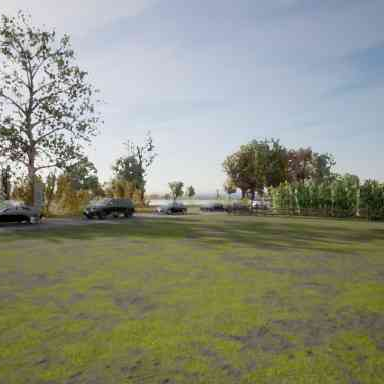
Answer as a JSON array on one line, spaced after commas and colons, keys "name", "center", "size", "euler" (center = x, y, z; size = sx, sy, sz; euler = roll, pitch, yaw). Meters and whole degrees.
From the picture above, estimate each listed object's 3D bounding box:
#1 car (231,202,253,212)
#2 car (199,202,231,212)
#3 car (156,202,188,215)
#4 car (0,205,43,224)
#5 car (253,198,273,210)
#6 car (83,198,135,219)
[{"name": "car", "center": [6.581, 2.224, 49.579], "size": [2.033, 1.411, 5.357], "euler": [-1, -2, 35]}, {"name": "car", "center": [3.264, 2.245, 49.820], "size": [2.033, 1.411, 5.357], "euler": [-1, -2, 35]}, {"name": "car", "center": [-2.502, 2.038, 41.641], "size": [2.128, 1.511, 4.902], "euler": [-1, -2, 35]}, {"name": "car", "center": [-13.901, 1.742, 25.351], "size": [2.128, 1.511, 4.902], "euler": [-1, -2, 35]}, {"name": "car", "center": [12.517, 2.058, 58.164], "size": [2.150, 2.045, 5.566], "euler": [-1, -2, 35]}, {"name": "car", "center": [-8.205, 1.620, 33.492], "size": [2.150, 2.045, 5.566], "euler": [-1, -2, 36]}]
